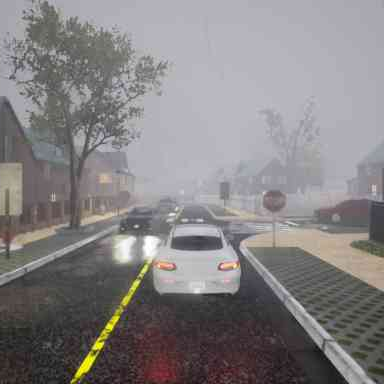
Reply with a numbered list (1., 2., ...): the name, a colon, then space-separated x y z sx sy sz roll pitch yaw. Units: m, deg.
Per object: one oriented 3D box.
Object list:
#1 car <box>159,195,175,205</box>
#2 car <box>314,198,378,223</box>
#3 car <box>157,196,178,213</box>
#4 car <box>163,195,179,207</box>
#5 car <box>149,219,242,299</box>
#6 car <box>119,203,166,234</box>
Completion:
1. car: -4.643 1.381 61.516 2.097 1.767 4.553 0 0 -16
2. car: 10.616 1.181 21.988 5.008 1.535 1.882 -1 0 -3
3. car: -2.830 1.499 36.603 1.812 1.442 4.674 0 0 0
4. car: -2.988 1.527 49.152 1.994 1.385 4.181 0 0 -2
5. car: 0.107 1.523 8.300 1.812 1.442 4.674 0 0 0
6. car: -2.825 1.553 18.931 1.994 1.385 4.181 0 0 0
